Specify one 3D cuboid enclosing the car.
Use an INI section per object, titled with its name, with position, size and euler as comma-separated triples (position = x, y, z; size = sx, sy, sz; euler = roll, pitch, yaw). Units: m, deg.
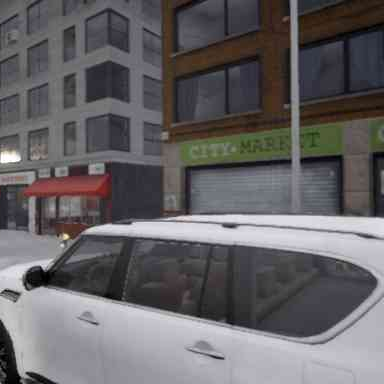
[car]
position = -0.162, 1.243, 3.504
size = 5.566, 2.045, 2.150
euler = -1, 0, 36
